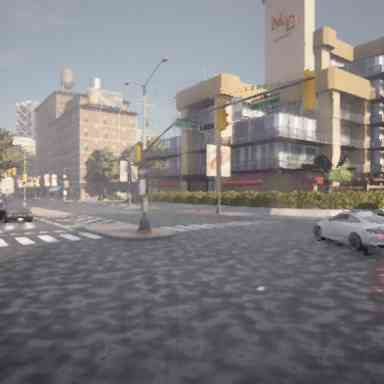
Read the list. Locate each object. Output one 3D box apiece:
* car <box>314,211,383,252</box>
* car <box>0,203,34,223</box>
[{"bbox_3d":[6.797,1.502,13.684,1.812,1.442,4.674,0,0,-6],"label":"car"},{"bbox_3d":[-13.589,1.542,25.520,2.033,1.411,5.357,0,0,-36],"label":"car"}]
